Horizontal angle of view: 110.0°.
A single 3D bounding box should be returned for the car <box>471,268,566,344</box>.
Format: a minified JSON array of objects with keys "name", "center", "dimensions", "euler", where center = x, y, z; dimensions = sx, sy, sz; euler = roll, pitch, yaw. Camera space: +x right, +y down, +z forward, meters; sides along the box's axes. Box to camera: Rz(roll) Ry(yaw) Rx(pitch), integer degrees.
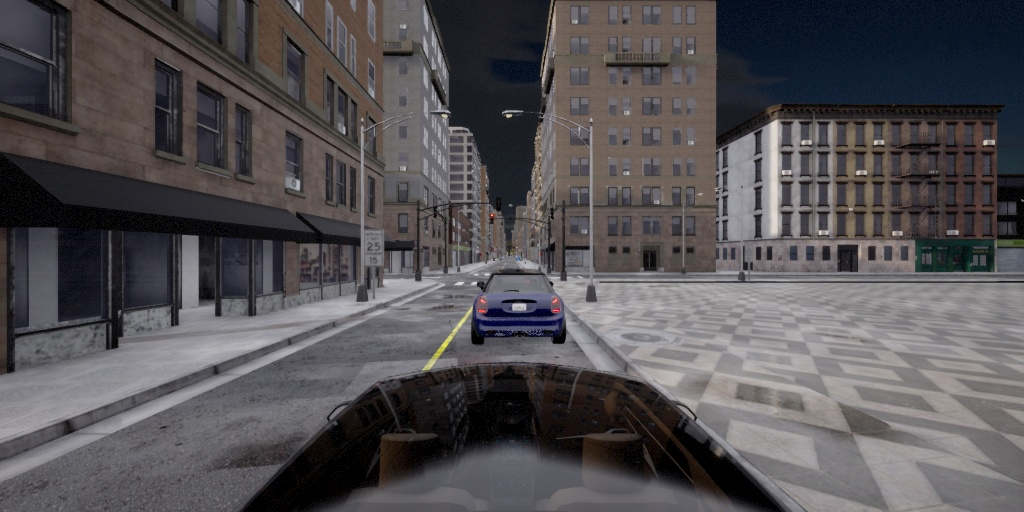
[{"name":"car","center":[0.100,1.102,9.716],"dimensions":[2.097,1.767,4.553],"euler":[0,0,-1]}]
